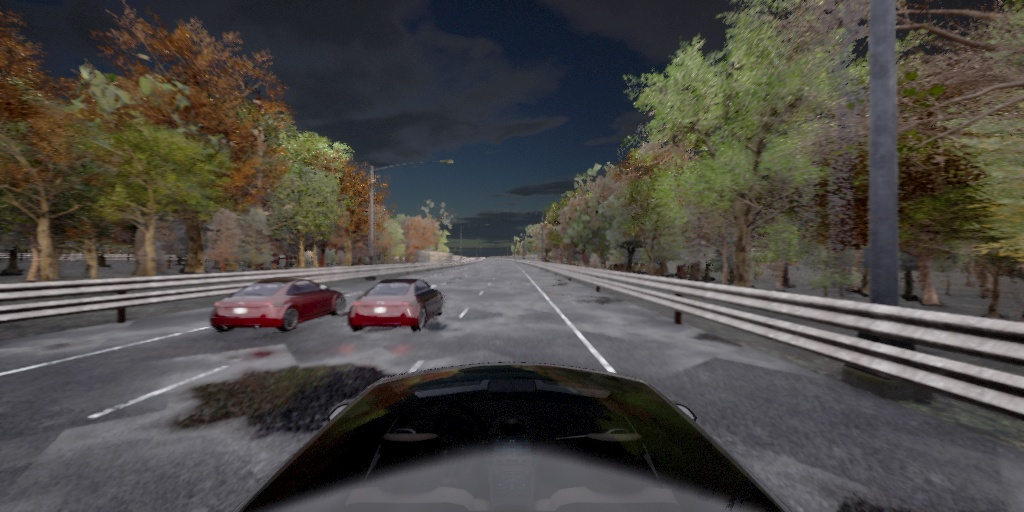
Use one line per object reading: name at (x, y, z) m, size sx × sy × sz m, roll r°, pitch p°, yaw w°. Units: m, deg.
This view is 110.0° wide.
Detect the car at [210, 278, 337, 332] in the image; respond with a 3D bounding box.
car at (-6.900, 1.374, 11.112) m, size 1.994 × 1.385 × 4.181 m, roll 0°, pitch 0°, yaw 0°

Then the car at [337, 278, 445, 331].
car at (-3.400, 1.375, 11.260) m, size 1.994 × 1.385 × 4.181 m, roll 0°, pitch 0°, yaw 0°
